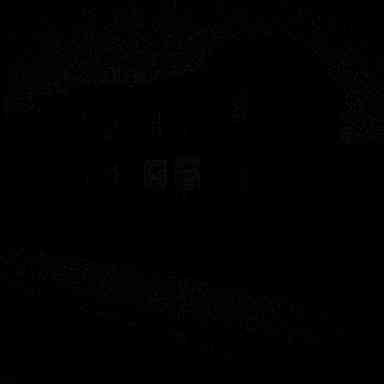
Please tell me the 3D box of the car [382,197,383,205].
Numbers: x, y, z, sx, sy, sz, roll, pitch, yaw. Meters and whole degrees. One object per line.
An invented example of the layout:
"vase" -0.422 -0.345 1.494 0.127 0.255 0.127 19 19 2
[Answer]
"car" 29.422 1.546 51.585 5.357 1.411 2.033 0 0 35
